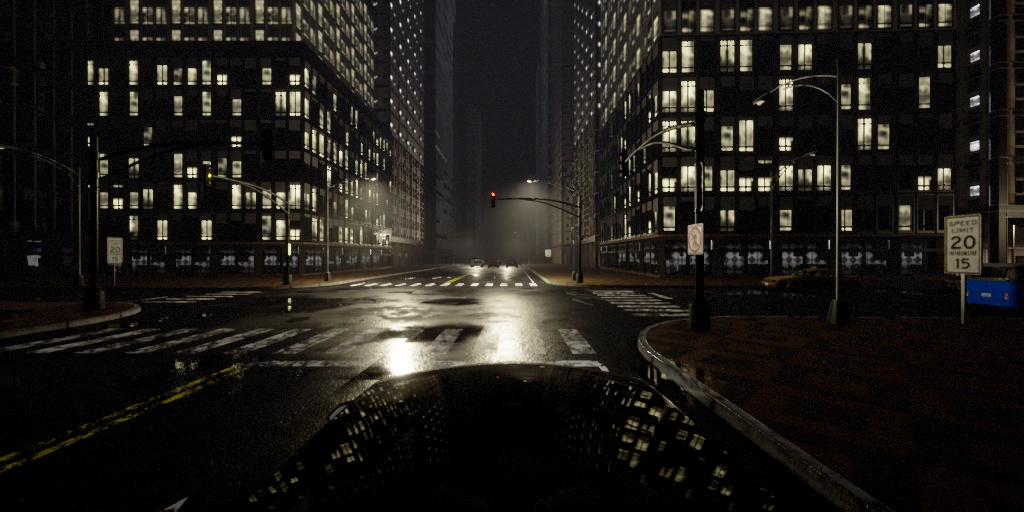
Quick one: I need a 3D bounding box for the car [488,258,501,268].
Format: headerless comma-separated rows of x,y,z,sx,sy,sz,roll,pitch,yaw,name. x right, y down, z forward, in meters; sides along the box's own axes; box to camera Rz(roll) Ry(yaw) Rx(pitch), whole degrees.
-3.237,1.460,63.203,1.895,1.301,4.718,0,0,0,car

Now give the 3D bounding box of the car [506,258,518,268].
0.013,1.212,63.559,2.097,1.767,4.553,0,0,0,car

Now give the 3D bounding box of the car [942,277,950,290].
26.926,1.356,20.099,4.207,1.307,1.802,0,0,2,car

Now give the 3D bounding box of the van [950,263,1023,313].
18.360,1.119,12.413,3.998,1.789,1.690,0,0,2,van

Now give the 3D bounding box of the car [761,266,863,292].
17.092,1.293,20.585,4.829,1.417,1.751,0,0,2,car
